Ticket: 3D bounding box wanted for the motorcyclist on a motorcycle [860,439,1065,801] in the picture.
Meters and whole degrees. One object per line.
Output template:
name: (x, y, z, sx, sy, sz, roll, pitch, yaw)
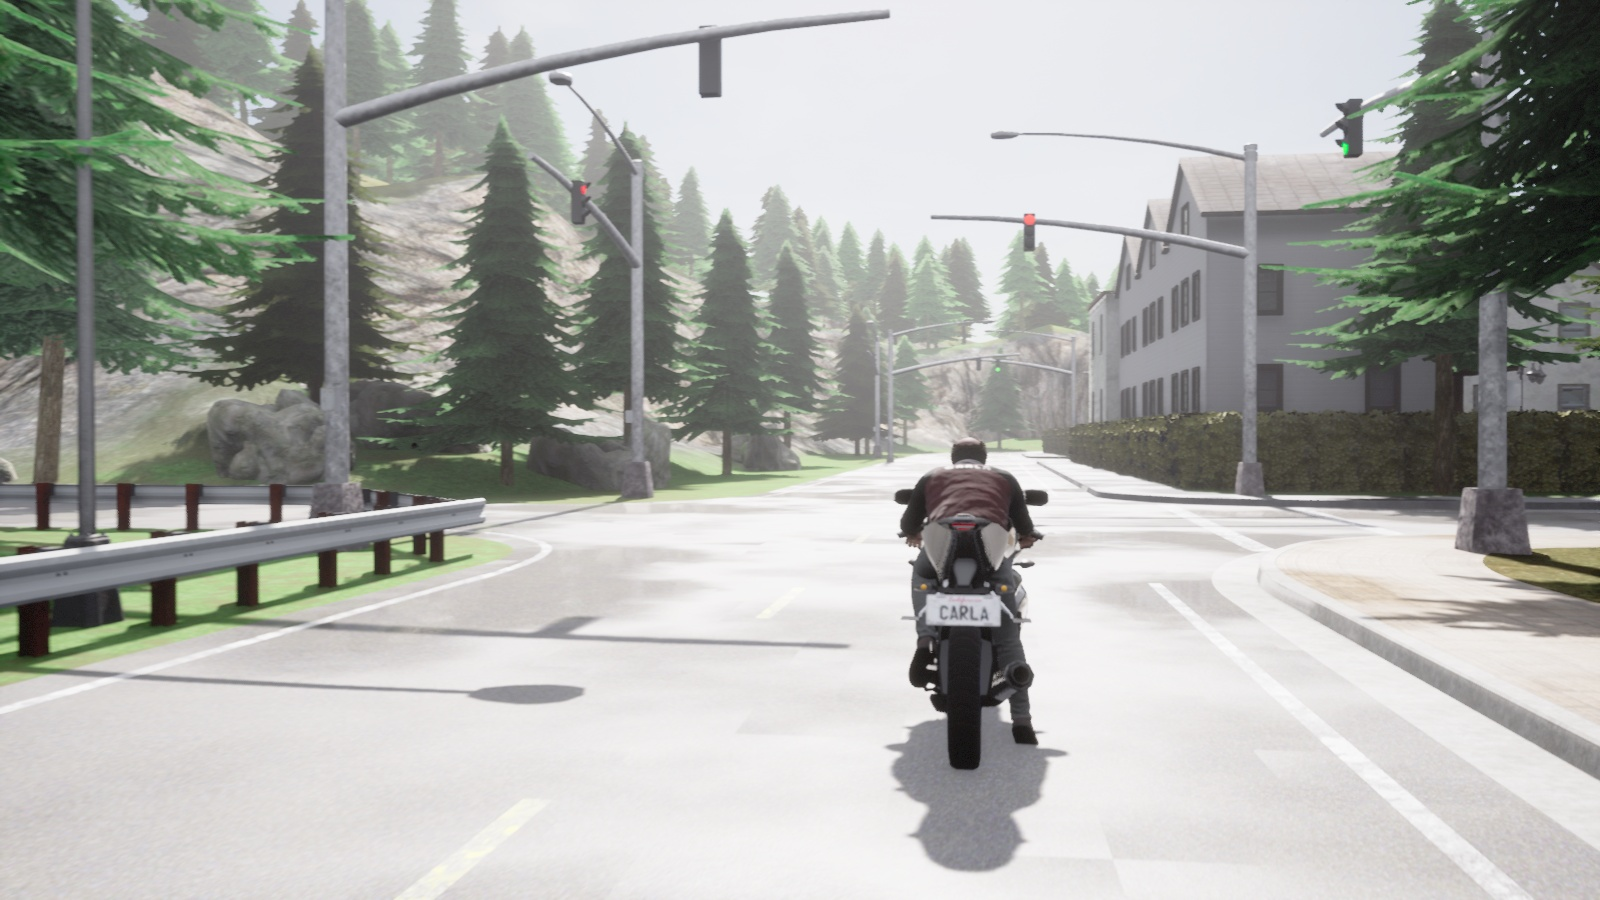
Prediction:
motorcyclist on a motorcycle: (0.858, 0.711, 6.467, 0.866, 1.530, 2.191, 0, 1, 9)
